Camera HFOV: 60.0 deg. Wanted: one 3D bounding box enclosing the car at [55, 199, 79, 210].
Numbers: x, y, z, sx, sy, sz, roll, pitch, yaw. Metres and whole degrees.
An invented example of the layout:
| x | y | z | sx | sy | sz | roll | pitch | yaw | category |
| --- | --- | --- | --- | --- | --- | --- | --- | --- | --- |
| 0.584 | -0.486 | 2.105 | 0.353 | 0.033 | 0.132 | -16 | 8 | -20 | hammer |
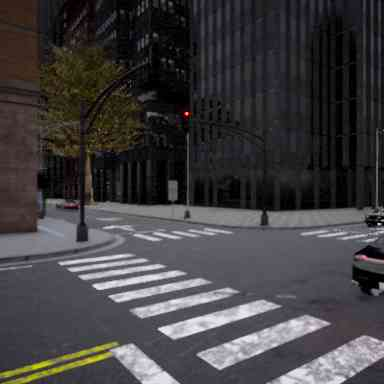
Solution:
| x | y | z | sx | sy | sz | roll | pitch | yaw | category |
| --- | --- | --- | --- | --- | --- | --- | --- | --- | --- |
| -15.607 | 1.512 | 41.460 | 1.994 | 1.385 | 4.181 | 0 | 0 | -36 | car |

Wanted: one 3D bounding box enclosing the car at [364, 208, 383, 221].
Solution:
| x | y | z | sx | sy | sz | roll | pitch | yaw | category |
| --- | --- | --- | --- | --- | --- | --- | --- | --- | --- |
| 12.847 | 1.570 | 20.868 | 4.718 | 1.301 | 1.895 | 0 | 0 | -35 | car |

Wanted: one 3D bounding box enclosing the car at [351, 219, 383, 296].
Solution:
| x | y | z | sx | sy | sz | roll | pitch | yaw | category |
| --- | --- | --- | --- | --- | --- | --- | --- | --- | --- |
| 5.467 | 1.481 | 7.347 | 4.902 | 1.511 | 2.128 | 0 | 0 | -36 | car |
